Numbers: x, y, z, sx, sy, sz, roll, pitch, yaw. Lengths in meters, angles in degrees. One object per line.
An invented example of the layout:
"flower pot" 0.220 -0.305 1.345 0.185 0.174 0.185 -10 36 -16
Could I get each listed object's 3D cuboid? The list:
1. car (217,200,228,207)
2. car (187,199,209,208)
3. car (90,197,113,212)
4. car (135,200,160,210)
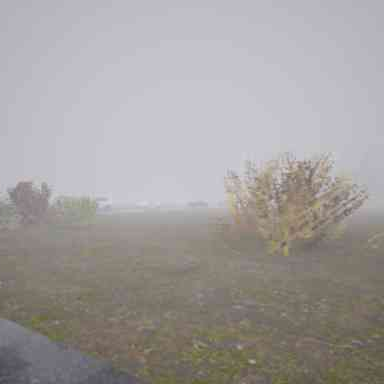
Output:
"car" 7.163 2.250 67.375 2.033 1.411 5.357 -1 -1 36
"car" 1.135 2.067 58.975 1.882 1.535 5.008 -1 -1 36
"car" -13.304 1.661 45.128 2.150 2.045 5.566 -1 -1 36
"car" -7.065 2.084 53.764 1.812 1.442 4.674 -1 -1 36
